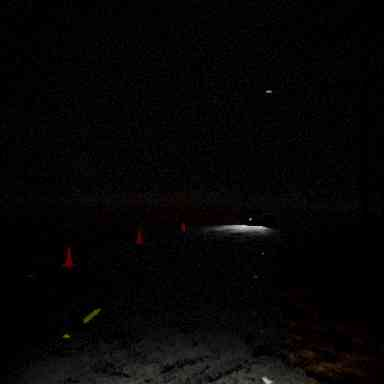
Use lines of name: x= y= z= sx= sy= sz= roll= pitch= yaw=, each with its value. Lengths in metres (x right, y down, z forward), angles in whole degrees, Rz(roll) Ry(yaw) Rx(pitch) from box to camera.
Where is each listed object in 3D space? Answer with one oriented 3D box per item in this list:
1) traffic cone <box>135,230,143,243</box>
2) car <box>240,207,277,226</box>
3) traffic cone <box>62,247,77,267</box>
traffic cone: x=-2.429 y=2.044 z=15.404 sx=0.340 sy=0.580 sz=0.340 roll=0 pitch=-1 yaw=18
car: x=5.321 y=1.869 z=26.411 sx=1.994 sy=1.385 sz=4.181 roll=1 pitch=-1 yaw=30
traffic cone: x=-3.819 y=1.991 z=10.321 sx=0.340 sy=0.580 sz=0.340 roll=0 pitch=0 yaw=12
